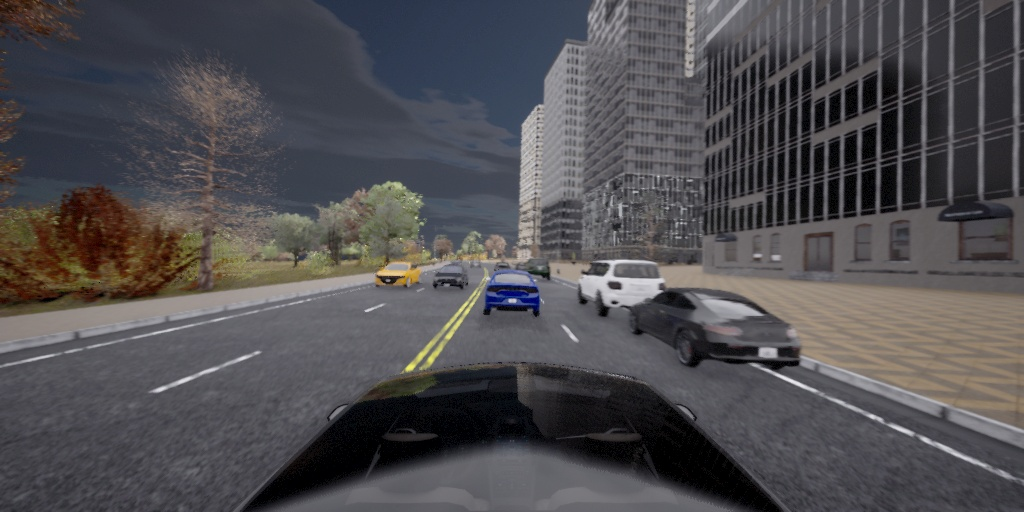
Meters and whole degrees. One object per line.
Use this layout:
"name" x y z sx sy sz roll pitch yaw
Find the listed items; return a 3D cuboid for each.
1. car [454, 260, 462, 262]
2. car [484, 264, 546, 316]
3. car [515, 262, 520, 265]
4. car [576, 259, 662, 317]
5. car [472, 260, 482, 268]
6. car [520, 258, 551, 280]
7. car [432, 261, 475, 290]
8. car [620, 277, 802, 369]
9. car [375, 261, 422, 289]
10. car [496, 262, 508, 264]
"car" -9.647 1.379 63.799 2.033 1.411 5.357 2 0 -5
"car" -0.032 1.281 13.846 1.882 1.535 5.008 2 0 -1
"car" 1.427 1.554 49.323 2.128 1.511 4.902 2 0 -4
"car" 4.104 1.161 14.292 2.150 2.045 5.566 2 0 -1
"car" -6.427 1.434 64.147 2.128 1.511 4.902 2 0 -5
"car" 2.384 1.221 34.699 2.150 2.045 5.566 2 0 -3
"car" -3.728 1.282 22.770 2.033 1.411 5.357 2 0 -2
"car" 4.193 1.435 8.205 1.812 1.442 4.674 2 0 -1
"car" -6.971 1.109 22.459 1.882 1.535 5.008 2 0 -2
"car" -1.124 1.428 40.359 1.837 1.490 4.892 2 0 -4
